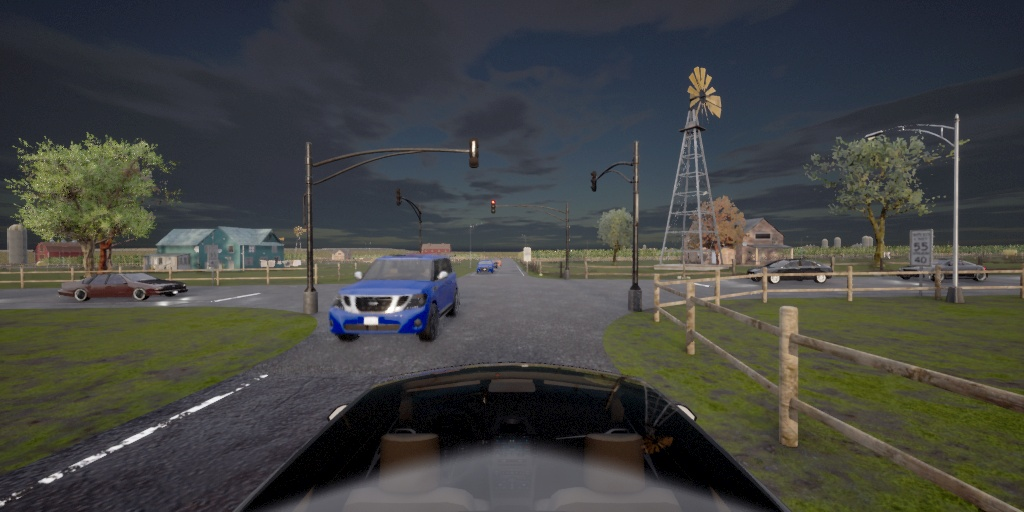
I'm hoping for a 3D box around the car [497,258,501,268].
[{"bbox_3d":[-3.143,1.294,55.834,2.033,1.411,5.357,0,0,0],"label":"car"}]

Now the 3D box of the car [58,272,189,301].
[{"bbox_3d":[-20.636,1.587,19.124,5.357,1.411,2.033,-1,1,0],"label":"car"}]

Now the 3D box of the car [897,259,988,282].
[{"bbox_3d":[27.545,0.886,23.045,4.181,1.385,1.994,-1,1,0],"label":"car"}]

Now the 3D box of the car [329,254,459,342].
[{"bbox_3d":[-2.876,0.962,10.114,2.150,2.045,5.566,0,0,0],"label":"car"}]

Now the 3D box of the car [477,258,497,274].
[{"bbox_3d":[-3.047,1.222,42.003,1.882,1.535,5.008,0,0,-1],"label":"car"}]

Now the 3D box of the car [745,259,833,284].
[{"bbox_3d":[17.686,0.957,23.003,4.892,1.490,1.837,-1,1,0],"label":"car"}]
